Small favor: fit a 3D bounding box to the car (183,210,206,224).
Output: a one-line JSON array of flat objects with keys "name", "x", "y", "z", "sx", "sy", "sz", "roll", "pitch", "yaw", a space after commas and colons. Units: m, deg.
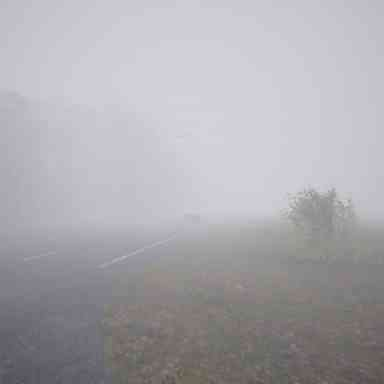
[{"name": "car", "x": 0.268, "y": 2.667, "z": 36.416, "sx": 1.812, "sy": 1.442, "sz": 4.674, "roll": -1, "pitch": -2, "yaw": 12}]
